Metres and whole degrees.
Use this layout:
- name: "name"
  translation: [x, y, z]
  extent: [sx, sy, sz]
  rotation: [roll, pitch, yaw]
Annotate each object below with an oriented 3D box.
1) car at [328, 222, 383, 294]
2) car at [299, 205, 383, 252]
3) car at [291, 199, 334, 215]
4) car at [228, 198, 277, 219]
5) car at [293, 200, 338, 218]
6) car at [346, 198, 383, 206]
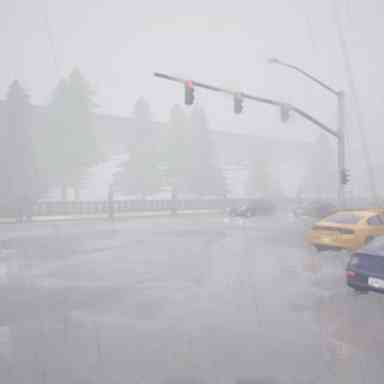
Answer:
- name: "car"
  translation: [5.315, 1.523, 7.541]
  extent: [4.674, 1.442, 1.812]
  rotation: [0, 0, -36]
- name: "car"
  translation: [6.566, 1.473, 12.733]
  extent: [5.008, 1.535, 1.882]
  rotation: [0, 0, -36]
- name: "car"
  translation: [12.503, 1.515, 34.399]
  extent: [4.674, 1.442, 1.812]
  rotation: [0, 0, -35]
- name: "car"
  translation: [5.325, 1.345, 29.291]
  extent: [4.553, 1.767, 2.097]
  rotation: [0, 0, -36]
- name: "car"
  translation: [10.787, 1.483, 28.912]
  extent: [4.902, 1.511, 2.128]
  rotation: [0, 0, -37]
- name: "car"
  translation: [18.159, 1.514, 34.107]
  extent: [4.674, 1.442, 1.812]
  rotation: [0, 0, -36]
